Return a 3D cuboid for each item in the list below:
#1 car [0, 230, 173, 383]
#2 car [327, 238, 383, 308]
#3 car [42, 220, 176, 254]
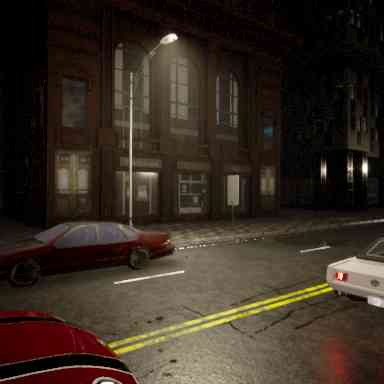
[{"bbox_3d":[-2.452,1.352,1.691,4.553,1.767,2.097,0,0,-36],"label":"car"},{"bbox_3d":[4.984,1.595,6.992,4.718,1.301,1.895,0,0,-35],"label":"car"},{"bbox_3d":[-3.090,1.547,9.467,5.357,1.411,2.033,0,0,-36],"label":"car"}]
